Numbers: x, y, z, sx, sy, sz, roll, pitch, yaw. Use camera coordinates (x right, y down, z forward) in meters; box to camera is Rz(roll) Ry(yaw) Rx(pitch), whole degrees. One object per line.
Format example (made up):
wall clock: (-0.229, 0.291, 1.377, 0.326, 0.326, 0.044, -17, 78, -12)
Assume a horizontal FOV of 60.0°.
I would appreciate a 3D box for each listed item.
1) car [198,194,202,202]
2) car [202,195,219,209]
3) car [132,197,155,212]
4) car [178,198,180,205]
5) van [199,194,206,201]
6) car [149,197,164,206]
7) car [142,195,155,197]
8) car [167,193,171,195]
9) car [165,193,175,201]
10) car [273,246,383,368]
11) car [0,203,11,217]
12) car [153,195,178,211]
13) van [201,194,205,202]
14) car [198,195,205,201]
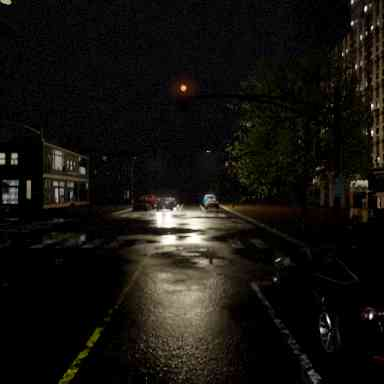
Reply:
car: (2.614, 1.535, 60.446, 2.008, 1.369, 4.403, 0, 0, 0)
car: (2.636, 1.513, 43.962, 1.752, 1.417, 4.829, 0, 0, 0)
car: (-5.736, 1.571, 38.228, 1.802, 1.307, 4.206, 0, 0, 0)
car: (-3.166, 1.551, 49.136, 1.994, 1.385, 4.181, 0, 0, -1)
van: (2.587, 1.321, 82.650, 1.690, 1.788, 3.998, 0, 0, 0)
car: (-5.758, 1.536, 54.881, 2.008, 1.369, 4.403, 0, 0, 0)
car: (-5.743, 1.303, 43.779, 2.192, 1.841, 5.009, 0, 0, 0)
car: (-5.780, 1.507, 71.364, 1.752, 1.417, 4.829, 0, 0, 0)
car: (-5.802, 1.294, 88.187, 2.192, 1.841, 5.009, 0, 0, 0)
car: (2.687, 1.564, 5.763, 1.947, 1.339, 4.313, 0, 0, 0)
car: (-17.304, 1.362, 27.216, 4.507, 1.381, 1.887, 1, -1, -1)
car: (-3.145, 1.480, 40.006, 2.128, 1.511, 4.902, 0, 0, 0)
van: (2.630, 1.328, 49.344, 1.690, 1.788, 3.998, 0, 0, 0)
car: (2.578, 1.504, 88.371, 1.752, 1.417, 4.829, 0, 0, 0)
